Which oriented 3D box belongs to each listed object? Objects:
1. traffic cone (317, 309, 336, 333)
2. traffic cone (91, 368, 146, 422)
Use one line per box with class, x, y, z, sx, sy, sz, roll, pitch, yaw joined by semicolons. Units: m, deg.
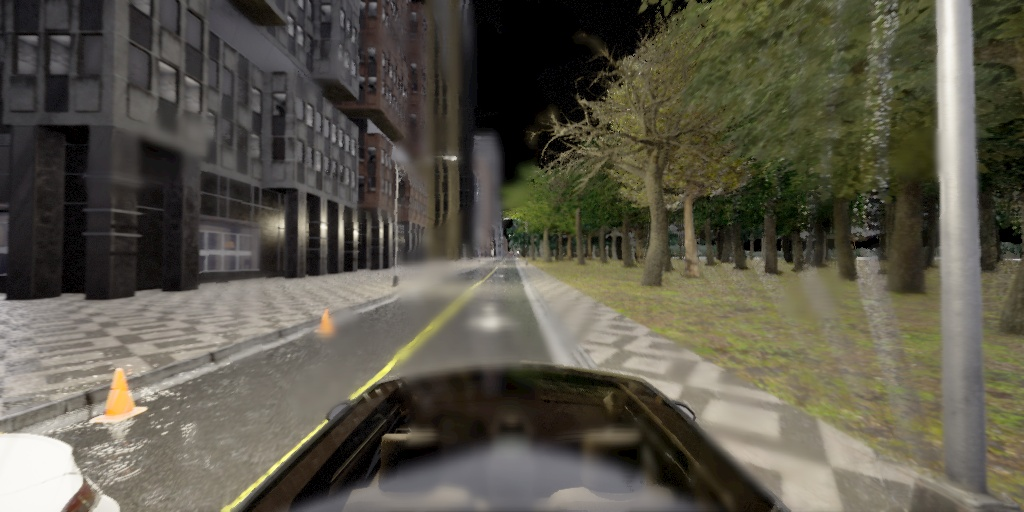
traffic cone;-4.902;1.698;9.479;0.340;0.580;0.340;0;0;0
traffic cone;-4.900;1.704;4.478;0.340;0.580;0.340;0;0;0
